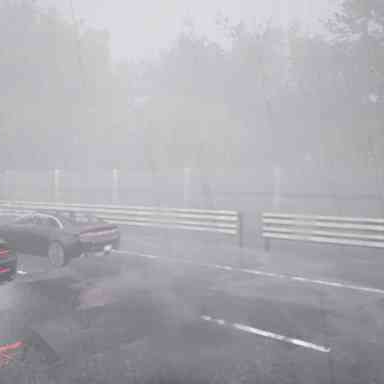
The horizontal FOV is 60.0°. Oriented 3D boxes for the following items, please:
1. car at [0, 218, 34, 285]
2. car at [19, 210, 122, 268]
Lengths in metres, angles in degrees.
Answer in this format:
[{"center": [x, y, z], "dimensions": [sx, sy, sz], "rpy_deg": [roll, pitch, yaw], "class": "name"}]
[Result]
[{"center": [-5.988, 1.343, 7.448], "dimensions": [4.892, 1.490, 1.837], "rpy_deg": [1, 1, 30], "class": "car"}, {"center": [-4.479, 1.314, 10.526], "dimensions": [4.902, 1.511, 2.128], "rpy_deg": [1, 1, 29], "class": "car"}]
